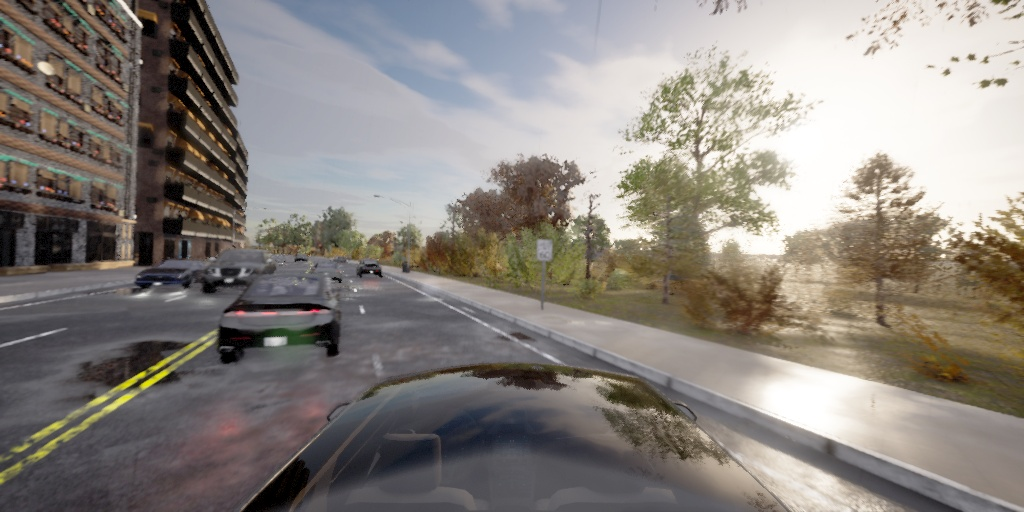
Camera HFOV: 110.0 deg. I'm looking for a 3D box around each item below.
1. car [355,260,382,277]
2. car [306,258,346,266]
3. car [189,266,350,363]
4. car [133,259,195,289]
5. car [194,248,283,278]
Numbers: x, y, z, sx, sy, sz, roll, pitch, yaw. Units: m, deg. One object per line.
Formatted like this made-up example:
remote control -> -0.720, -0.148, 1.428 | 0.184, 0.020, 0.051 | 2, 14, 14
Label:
car -> -12.751, 1.062, 31.989 | 1.837, 1.490, 4.892 | 2, -1, -27
car -> -12.504, 1.072, 24.199 | 1.994, 1.385, 4.181 | 2, 0, -26
car -> -4.750, 1.132, 7.906 | 2.128, 1.511, 4.902 | 2, 0, -25
car -> -17.247, 0.859, 18.702 | 2.033, 1.411, 5.357 | 2, 0, -26
car -> -13.131, 0.661, 17.666 | 2.150, 2.045, 5.566 | 2, -1, -26
